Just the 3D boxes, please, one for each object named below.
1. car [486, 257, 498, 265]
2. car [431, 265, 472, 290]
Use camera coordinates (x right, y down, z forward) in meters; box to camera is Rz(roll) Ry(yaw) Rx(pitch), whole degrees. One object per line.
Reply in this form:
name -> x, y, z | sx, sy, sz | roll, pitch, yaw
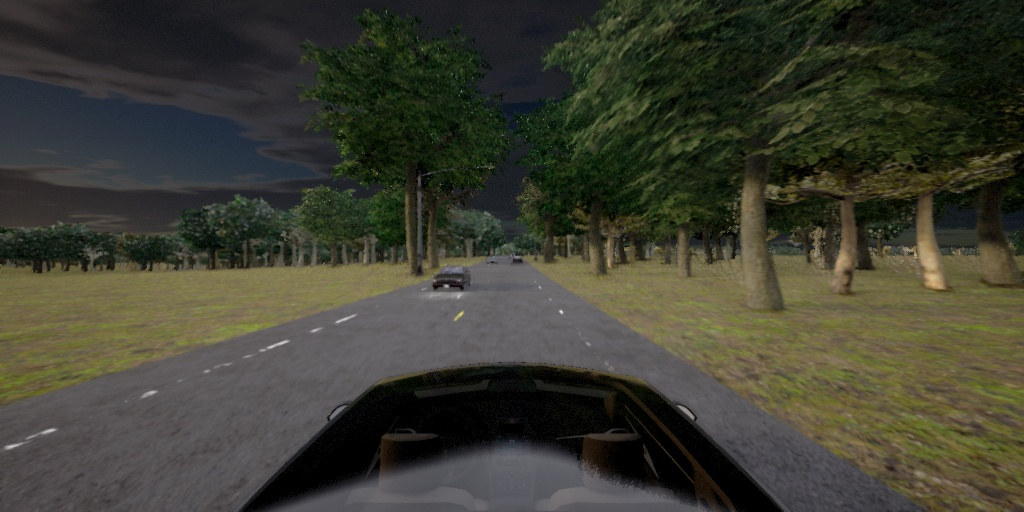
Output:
car -> -3.507, 0.811, 63.508 | 1.994, 1.385, 4.181 | 0, 1, 0
car -> -3.587, 1.272, 22.307 | 2.033, 1.411, 5.357 | 0, 0, 0
